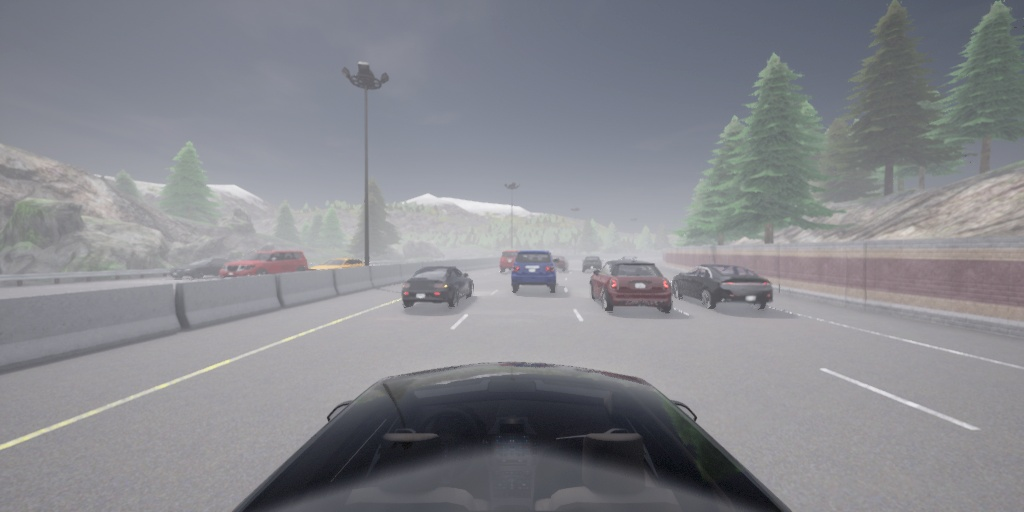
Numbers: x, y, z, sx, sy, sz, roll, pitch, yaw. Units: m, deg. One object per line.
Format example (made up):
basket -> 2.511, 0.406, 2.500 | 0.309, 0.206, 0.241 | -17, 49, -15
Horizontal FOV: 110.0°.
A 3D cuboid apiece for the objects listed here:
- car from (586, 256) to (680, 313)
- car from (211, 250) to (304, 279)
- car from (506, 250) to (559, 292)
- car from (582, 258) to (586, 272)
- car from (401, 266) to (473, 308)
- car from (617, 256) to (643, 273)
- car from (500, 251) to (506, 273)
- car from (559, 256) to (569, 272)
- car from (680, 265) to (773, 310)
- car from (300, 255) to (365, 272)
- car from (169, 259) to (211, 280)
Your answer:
car -> 4.212, 0.938, 13.381 | 2.097, 1.767, 4.553 | 0, 1, 5
car -> -15.962, 0.649, 23.573 | 2.150, 2.045, 5.566 | 0, 1, 8
car -> 1.290, 0.723, 19.125 | 2.150, 2.045, 5.566 | 0, 1, 7
car -> 8.002, 0.777, 35.456 | 1.837, 1.490, 4.892 | 0, 1, 14
car -> -2.775, 1.099, 13.968 | 1.812, 1.442, 4.674 | 0, 1, 5
car -> 11.688, 0.762, 35.719 | 2.128, 1.511, 4.902 | 0, 1, 15
car -> 0.422, 0.509, 34.049 | 2.150, 2.045, 5.566 | 0, 1, 13
car -> 4.693, 0.732, 36.623 | 1.882, 1.535, 5.008 | 0, 1, 14
car -> 7.746, 1.075, 13.707 | 2.128, 1.511, 4.902 | 0, 1, 5
car -> -12.129, 0.882, 25.418 | 1.882, 1.535, 5.008 | 0, 1, 9
car -> -22.557, 0.906, 26.687 | 1.812, 1.442, 4.674 | 0, 1, 9
